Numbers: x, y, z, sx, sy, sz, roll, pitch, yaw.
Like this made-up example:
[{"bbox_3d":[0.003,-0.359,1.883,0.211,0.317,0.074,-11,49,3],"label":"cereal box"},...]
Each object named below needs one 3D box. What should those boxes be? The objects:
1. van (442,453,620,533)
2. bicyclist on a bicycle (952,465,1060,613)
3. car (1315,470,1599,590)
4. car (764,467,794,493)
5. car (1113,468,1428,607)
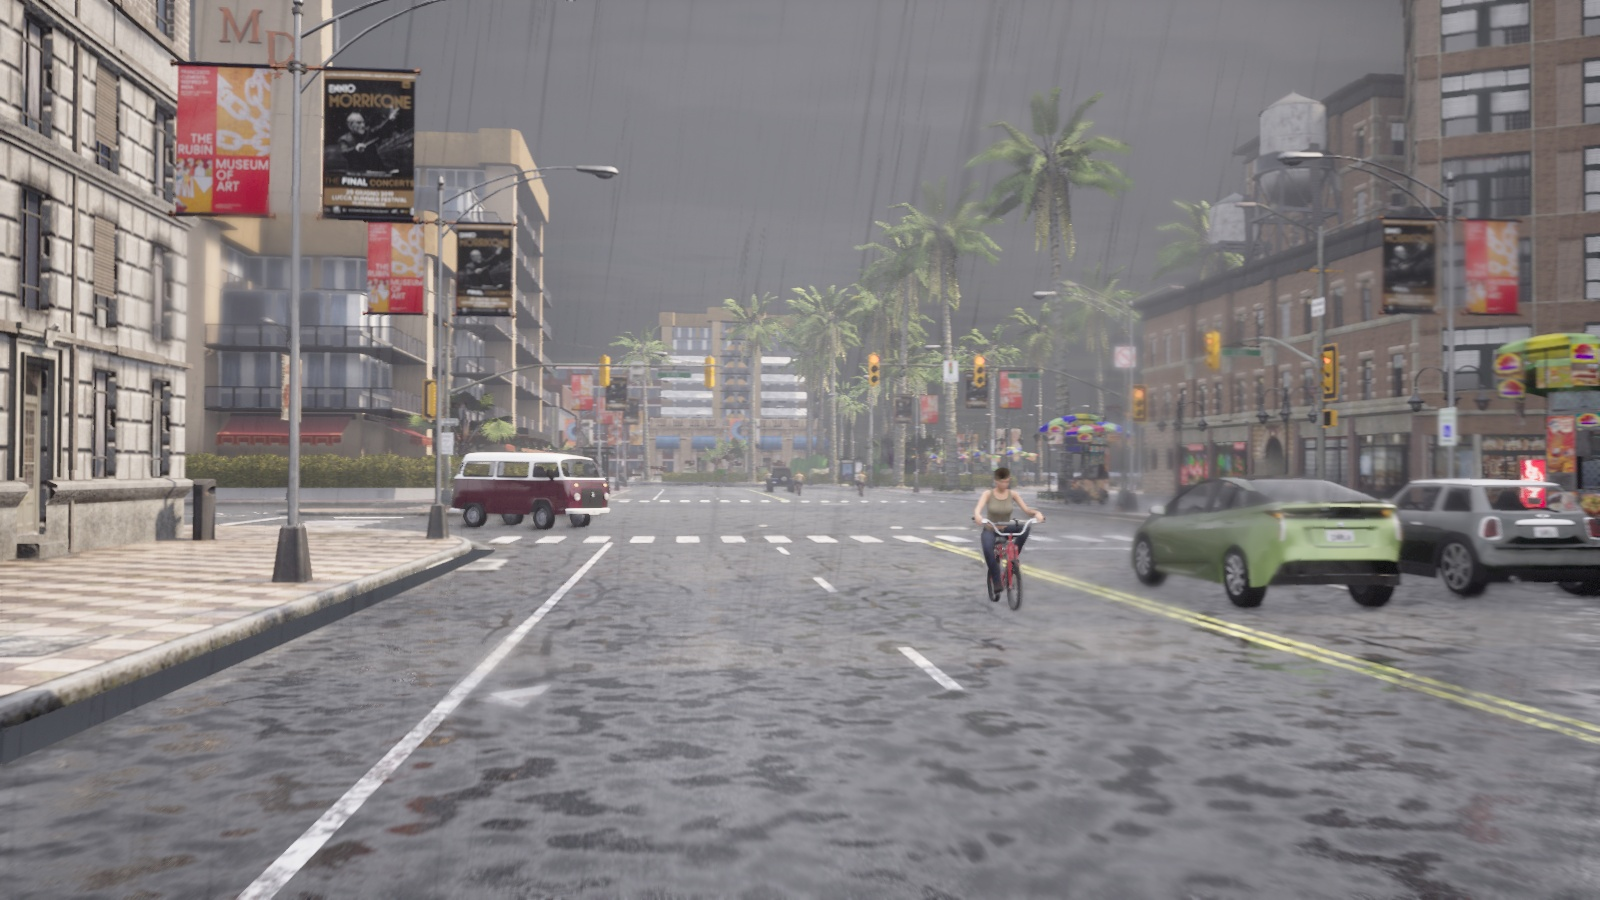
[{"bbox_3d":[-7.328,1.145,34.110,4.480,2.038,2.069,-1,-2,30],"label":"van"},{"bbox_3d":[2.355,0.983,14.539,0.866,1.612,1.509,0,-1,-5],"label":"bicyclist on a bicycle"},{"bbox_3d":[9.108,1.027,17.537,1.970,1.475,3.806,0,-1,-6],"label":"car"},{"bbox_3d":[-1.595,2.180,93.327,1.905,1.878,3.866,0,-1,-5],"label":"car"},{"bbox_3d":[5.781,1.002,16.146,2.007,1.525,4.514,0,-1,-5],"label":"car"}]
